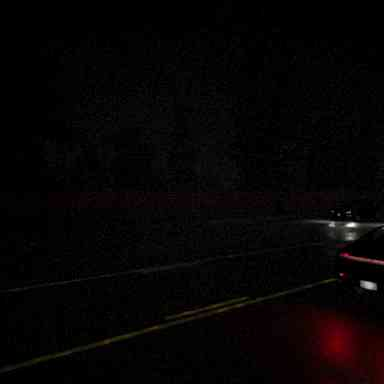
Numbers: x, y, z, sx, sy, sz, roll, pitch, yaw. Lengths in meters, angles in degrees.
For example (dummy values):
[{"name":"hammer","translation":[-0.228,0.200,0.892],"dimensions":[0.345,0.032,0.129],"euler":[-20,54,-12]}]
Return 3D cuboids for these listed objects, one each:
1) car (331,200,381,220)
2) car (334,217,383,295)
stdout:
[{"name":"car","translation":[12.828,1.433,25.949],"dimensions":[4.892,1.490,1.837],"euler":[0,0,-35]},{"name":"car","translation":[5.172,1.467,7.434],"dimensions":[4.902,1.511,2.128],"euler":[0,0,-36]}]
